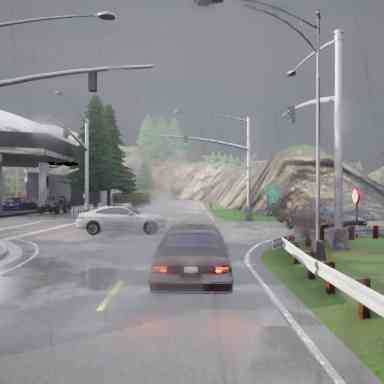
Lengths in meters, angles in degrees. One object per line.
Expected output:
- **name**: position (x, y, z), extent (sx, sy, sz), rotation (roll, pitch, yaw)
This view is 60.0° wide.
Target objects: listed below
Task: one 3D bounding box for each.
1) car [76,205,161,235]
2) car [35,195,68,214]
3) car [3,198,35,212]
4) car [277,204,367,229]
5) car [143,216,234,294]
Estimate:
- **car**: position (-3.644, 1.415, 17.416), extent (4.674, 1.442, 1.812), rotation (0, 0, -1)
- **car**: position (-14.595, 1.313, 35.248), extent (1.905, 1.878, 3.866), rotation (0, 0, -1)
- **car**: position (-20.310, 1.480, 39.515), extent (2.242, 1.667, 4.611), rotation (0, 0, -1)
- **car**: position (6.619, 1.358, 17.626), extent (2.033, 1.411, 5.357), rotation (0, 0, -17)
- **car**: position (0.033, 1.547, 8.932), extent (2.033, 1.411, 5.357), rotation (0, 0, 1)
